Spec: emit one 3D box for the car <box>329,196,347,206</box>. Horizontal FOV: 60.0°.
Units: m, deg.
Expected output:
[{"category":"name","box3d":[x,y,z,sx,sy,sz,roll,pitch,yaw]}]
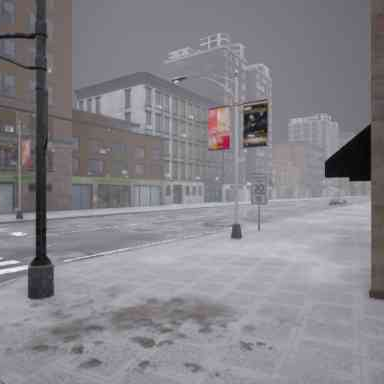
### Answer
[{"category":"car","box3d":[22.651,1.376,51.518,2.033,1.411,5.357,0,0,34]}]
